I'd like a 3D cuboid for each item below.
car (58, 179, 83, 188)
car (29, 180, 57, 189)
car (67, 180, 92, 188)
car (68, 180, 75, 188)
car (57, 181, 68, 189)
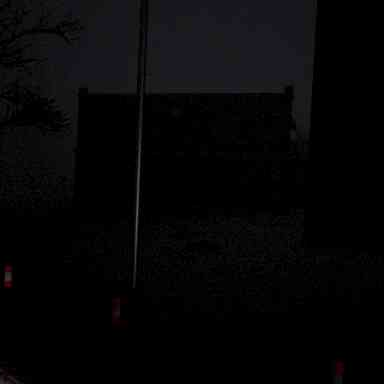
[{"bbox_3d":[-25.740,-1.765,70.628,4.553,1.767,2.185,3,3,20],"label":"car"},{"bbox_3d":[-28.602,-1.555,62.866,4.553,1.767,2.185,3,3,20],"label":"car"},{"bbox_3d":[-24.826,-1.714,73.237,4.892,1.521,2.231,3,3,20],"label":"car"},{"bbox_3d":[-26.728,-1.530,68.059,4.674,1.452,2.002,3,3,20],"label":"car"},{"bbox_3d":[-27.687,-1.499,65.475,5.008,1.535,2.097,3,3,20],"label":"car"}]
